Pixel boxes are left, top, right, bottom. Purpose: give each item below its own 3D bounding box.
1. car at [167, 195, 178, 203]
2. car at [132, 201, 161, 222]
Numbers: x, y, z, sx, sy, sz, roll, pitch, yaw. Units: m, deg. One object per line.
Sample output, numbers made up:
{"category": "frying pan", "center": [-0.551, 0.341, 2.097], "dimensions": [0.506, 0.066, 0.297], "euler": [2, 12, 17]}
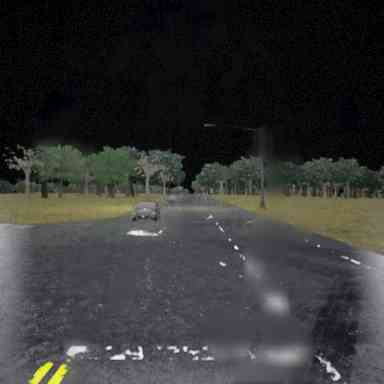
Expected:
{"category": "car", "center": [-3.676, 1.314, 63.425], "dimensions": [1.837, 1.490, 4.892], "euler": [0, 1, 0]}
{"category": "car", "center": [-3.492, 1.482, 26.070], "dimensions": [1.837, 1.490, 4.892], "euler": [0, 0, 0]}
